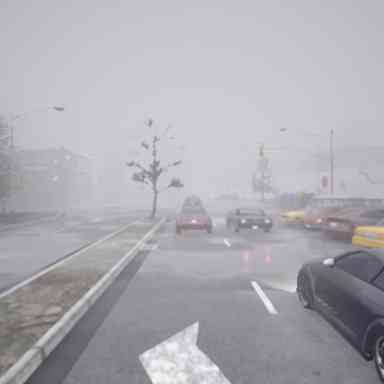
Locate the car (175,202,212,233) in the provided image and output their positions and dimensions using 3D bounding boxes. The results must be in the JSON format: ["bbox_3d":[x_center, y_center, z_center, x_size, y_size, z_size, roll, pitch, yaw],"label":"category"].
[{"bbox_3d":[0.093,1.464,18.965,1.994,1.385,4.181,0,0,0],"label":"car"}]

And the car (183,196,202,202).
[{"bbox_3d":[0.079,1.183,37.525,2.097,1.767,4.553,0,0,0],"label":"car"}]

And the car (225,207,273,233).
[{"bbox_3d":[3.092,1.502,19.011,1.895,1.301,4.718,0,0,-3],"label":"car"}]

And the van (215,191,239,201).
[{"bbox_3d":[7.932,0.877,72.866,4.442,1.987,1.878,1,-1,-20],"label":"van"}]

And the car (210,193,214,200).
[{"bbox_3d":[7.861,1.270,81.772,5.366,1.575,1.946,1,-1,-20],"label":"car"}]

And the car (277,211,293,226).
[{"bbox_3d":[7.888,1.381,20.558,5.366,1.575,1.946,1,1,-20],"label":"car"}]

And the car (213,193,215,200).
[{"bbox_3d":[8.032,1.202,75.885,4.674,1.452,2.002,1,-1,-20],"label":"car"}]

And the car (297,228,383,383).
[{"bbox_3d":[3.099,1.530,5.057,1.994,1.385,4.181,0,0,0],"label":"car"}]

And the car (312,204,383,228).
[{"bbox_3d":[8.089,1.441,14.673,4.792,1.488,2.163,1,0,-20],"label":"car"}]

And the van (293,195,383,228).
[{"bbox_3d":[7.956,1.171,17.598,4.442,1.987,1.878,1,1,-20],"label":"van"}]

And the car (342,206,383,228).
[{"bbox_3d":[8.238,1.422,11.743,5.366,1.575,1.946,1,0,-20],"label":"car"}]

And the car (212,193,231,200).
[{"bbox_3d":[8.062,1.324,90.782,4.553,1.767,2.185,1,-1,-20],"label":"car"}]
